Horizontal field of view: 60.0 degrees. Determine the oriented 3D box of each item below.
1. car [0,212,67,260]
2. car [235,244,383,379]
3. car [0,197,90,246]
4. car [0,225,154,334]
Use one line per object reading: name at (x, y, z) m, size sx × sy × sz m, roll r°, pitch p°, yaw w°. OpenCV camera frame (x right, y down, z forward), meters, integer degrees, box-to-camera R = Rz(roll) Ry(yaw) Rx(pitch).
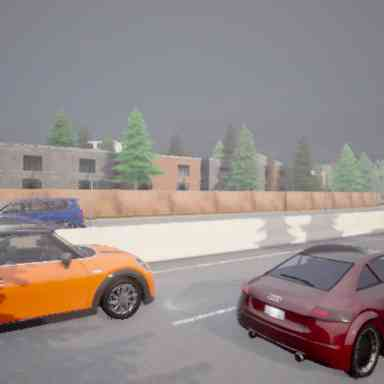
car at (-7.086, 1.560, 11.804) m, size 4.674 × 1.442 × 1.812 m, roll 0°, pitch 0°, yaw -35°
car at (2.750, 1.602, 5.620) m, size 4.181 × 1.385 × 1.994 m, roll 0°, pitch 0°, yaw -35°
car at (-7.894, 1.272, 15.509) m, size 5.566 × 2.045 × 2.150 m, roll 0°, pitch 0°, yaw -35°
car at (-2.944, 1.371, 5.915) m, size 4.553 × 1.767 × 2.097 m, roll 0°, pitch 0°, yaw -35°
